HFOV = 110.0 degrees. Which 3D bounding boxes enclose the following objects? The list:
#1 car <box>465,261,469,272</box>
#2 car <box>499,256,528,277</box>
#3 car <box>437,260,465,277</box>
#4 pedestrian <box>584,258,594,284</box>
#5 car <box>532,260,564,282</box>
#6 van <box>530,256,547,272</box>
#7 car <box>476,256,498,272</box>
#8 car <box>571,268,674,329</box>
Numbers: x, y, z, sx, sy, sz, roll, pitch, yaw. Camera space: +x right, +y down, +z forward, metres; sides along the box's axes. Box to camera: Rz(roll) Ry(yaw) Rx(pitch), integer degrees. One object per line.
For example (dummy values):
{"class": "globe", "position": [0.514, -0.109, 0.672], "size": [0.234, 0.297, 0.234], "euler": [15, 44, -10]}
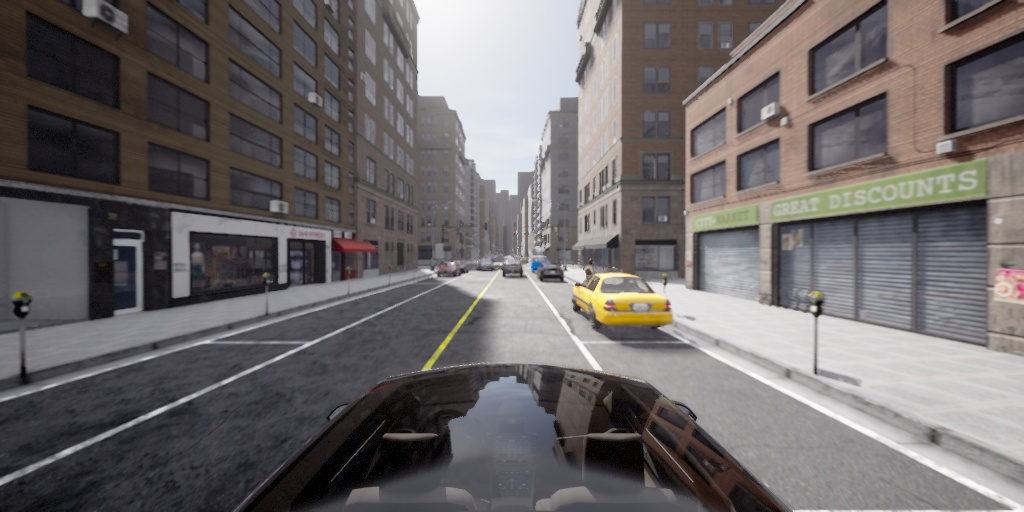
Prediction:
{"class": "car", "position": [-5.669, 1.104, 38.189], "size": [1.948, 1.339, 4.313], "euler": [0, 0, 0]}
{"class": "car", "position": [0.071, 1.062, 32.644], "size": [2.128, 1.511, 4.902], "euler": [0, 0, 0]}
{"class": "car", "position": [-5.669, 1.152, 32.738], "size": [1.802, 1.307, 4.207], "euler": [0, 0, 0]}
{"class": "pedestrian", "position": [2.998, 0.993, 13.921], "size": [0.375, 1.860, 0.375], "euler": [0, 1, -10]}
{"class": "car", "position": [2.856, 1.167, 27.301], "size": [1.948, 1.339, 4.313], "euler": [0, 0, 0]}
{"class": "van", "position": [2.856, 0.879, 38.199], "size": [1.690, 1.789, 3.998], "euler": [0, 0, 0]}
{"class": "car", "position": [-3.037, 1.040, 42.378], "size": [1.812, 1.442, 4.674], "euler": [0, 0, 0]}
{"class": "car", "position": [2.999, 1.151, 10.932], "size": [1.801, 1.575, 5.366], "euler": [0, 0, 0]}
